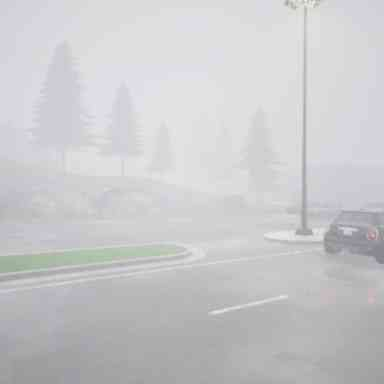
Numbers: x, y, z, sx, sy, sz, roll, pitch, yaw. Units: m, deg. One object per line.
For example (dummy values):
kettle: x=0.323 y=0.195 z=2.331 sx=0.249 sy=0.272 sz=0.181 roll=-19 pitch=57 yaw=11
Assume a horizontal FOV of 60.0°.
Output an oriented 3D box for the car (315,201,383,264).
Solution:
car: x=6.893 y=1.362 z=11.984 sx=4.553 sy=1.767 sz=2.097 roll=0 pitch=0 yaw=-32

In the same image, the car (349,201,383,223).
car: x=14.857 y=1.527 z=26.426 sx=4.892 sy=1.490 sz=1.837 roll=0 pitch=0 yaw=-31

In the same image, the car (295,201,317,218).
car: x=11.421 y=1.600 z=28.443 sx=4.718 sy=1.301 sz=1.895 roll=0 pitch=0 yaw=-31

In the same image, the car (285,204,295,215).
car: x=11.071 y=1.552 z=32.316 sx=4.181 sy=1.385 sz=1.994 roll=0 pitch=0 yaw=-31
